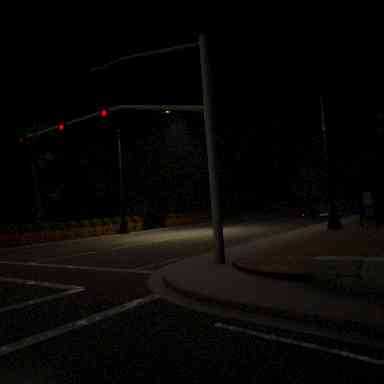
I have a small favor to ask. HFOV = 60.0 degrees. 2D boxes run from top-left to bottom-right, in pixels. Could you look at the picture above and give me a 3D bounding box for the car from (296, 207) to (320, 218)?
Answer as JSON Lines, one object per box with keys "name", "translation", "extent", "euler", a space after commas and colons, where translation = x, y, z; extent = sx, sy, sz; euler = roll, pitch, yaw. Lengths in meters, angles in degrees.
{"name": "car", "translation": [15.485, 2.674, 44.232], "extent": [1.895, 1.301, 4.718], "euler": [-6, -4, 37]}
